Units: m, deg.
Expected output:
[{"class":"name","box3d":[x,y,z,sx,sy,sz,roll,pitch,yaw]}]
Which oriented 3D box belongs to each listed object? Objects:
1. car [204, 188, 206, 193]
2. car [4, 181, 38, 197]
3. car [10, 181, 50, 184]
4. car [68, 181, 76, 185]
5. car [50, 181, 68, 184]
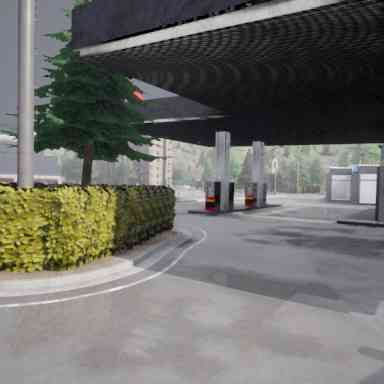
[{"class":"car","box3d":[4.817,-0.318,65.614,5.027,1.636,2.152,2,2,35]},{"class":"car","box3d":[-21.811,-0.467,42.415,4.605,1.855,1.932,2,2,35]},{"class":"car","box3d":[-17.272,-0.180,35.202,3.866,1.878,1.905,2,2,35]},{"class":"car","box3d":[-25.511,-1.285,68.052,4.605,1.855,1.932,2,2,35]},{"class":"car","box3d":[-26.846,-1.260,65.438,3.866,1.878,1.905,2,2,35]}]
